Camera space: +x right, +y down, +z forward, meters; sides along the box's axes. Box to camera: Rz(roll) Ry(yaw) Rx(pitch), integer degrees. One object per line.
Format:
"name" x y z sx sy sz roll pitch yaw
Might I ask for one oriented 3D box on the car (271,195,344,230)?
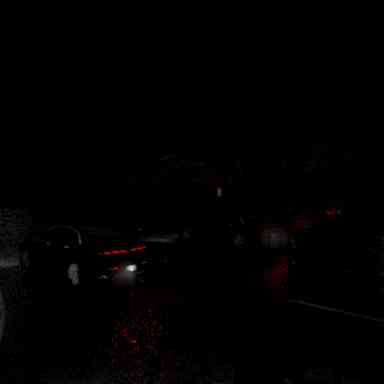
"car" 6.090 1.234 19.984 5.566 2.045 2.150 -1 0 43

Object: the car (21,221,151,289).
"car" -3.216 1.593 9.524 4.892 1.490 1.837 -1 0 43

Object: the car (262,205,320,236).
"car" 3.564 1.583 17.555 5.357 1.411 2.033 -1 0 43

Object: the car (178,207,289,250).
"car" 1.478 1.555 14.719 4.892 1.490 1.837 -1 0 43
